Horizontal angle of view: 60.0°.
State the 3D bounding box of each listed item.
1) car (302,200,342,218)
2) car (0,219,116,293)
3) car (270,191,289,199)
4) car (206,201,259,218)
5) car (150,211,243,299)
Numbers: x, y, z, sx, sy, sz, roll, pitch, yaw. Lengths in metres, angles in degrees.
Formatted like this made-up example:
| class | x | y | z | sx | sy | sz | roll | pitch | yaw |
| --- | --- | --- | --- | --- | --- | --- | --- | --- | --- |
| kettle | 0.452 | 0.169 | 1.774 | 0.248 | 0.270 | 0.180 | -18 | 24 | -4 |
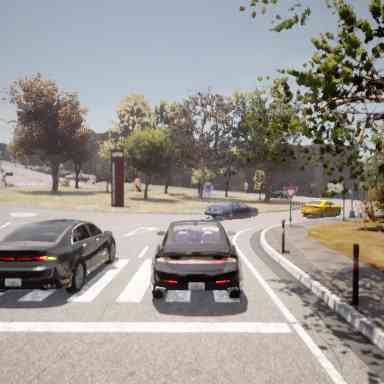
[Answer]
| class | x | y | z | sx | sy | sz | roll | pitch | yaw |
| --- | --- | --- | --- | --- | --- | --- | --- | --- | --- |
| car | 12.103 | 1.455 | 30.800 | 5.008 | 1.535 | 1.882 | -1 | 2 | -41 |
| car | -3.370 | 1.469 | 8.779 | 1.837 | 1.490 | 4.892 | 0 | 0 | 1 |
| car | 15.946 | 0.528 | 61.153 | 2.128 | 1.511 | 4.902 | -1 | 2 | -24 |
| car | 3.373 | 1.445 | 27.491 | 2.033 | 1.411 | 5.357 | 2 | 2 | 45 |
| car | 0.097 | 1.458 | 8.377 | 2.128 | 1.511 | 4.902 | 0 | 0 | 0 |
